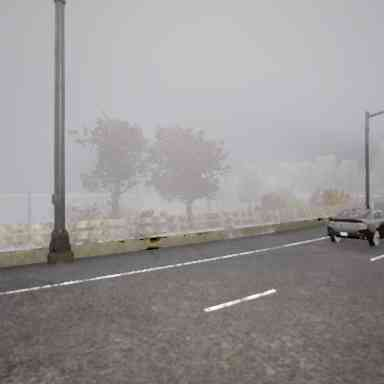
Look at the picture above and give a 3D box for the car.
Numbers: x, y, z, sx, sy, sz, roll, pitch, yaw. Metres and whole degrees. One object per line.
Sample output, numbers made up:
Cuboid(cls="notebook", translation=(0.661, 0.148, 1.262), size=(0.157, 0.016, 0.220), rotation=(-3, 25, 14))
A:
Cuboid(cls="car", translation=(7.922, 1.493, 15.180), size=(4.902, 1.511, 2.128), rotation=(0, 0, -44))
